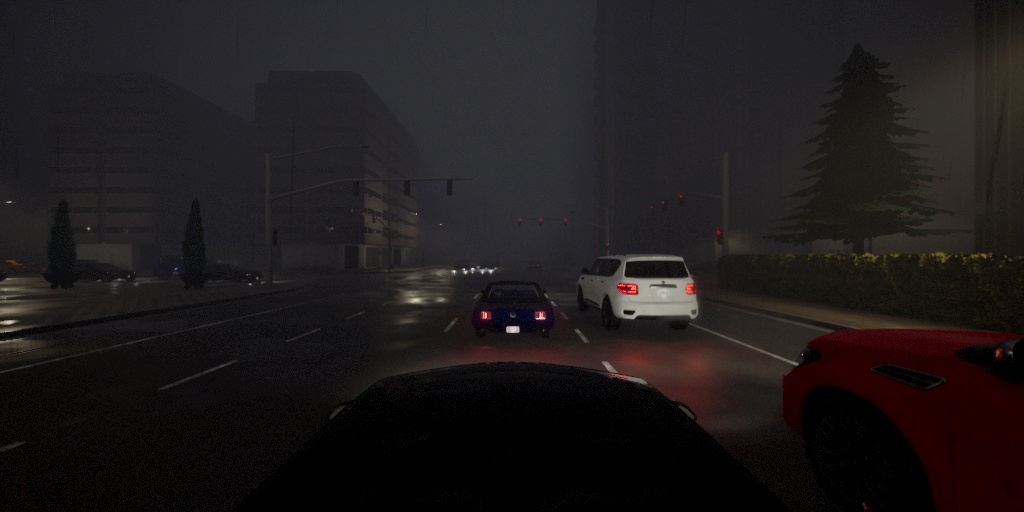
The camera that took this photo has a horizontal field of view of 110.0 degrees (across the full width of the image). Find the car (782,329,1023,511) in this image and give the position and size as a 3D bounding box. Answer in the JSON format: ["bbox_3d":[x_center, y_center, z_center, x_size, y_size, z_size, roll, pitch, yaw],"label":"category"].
[{"bbox_3d":[3.601,0.972,0.960,2.150,2.045,5.566,0,0,0],"label":"car"}]

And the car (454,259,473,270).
[{"bbox_3d":[-7.160,1.216,51.699,1.882,1.535,5.008,0,0,0],"label":"car"}]

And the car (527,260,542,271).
[{"bbox_3d":[3.135,1.286,49.800,2.033,1.411,5.357,0,0,7],"label":"car"}]

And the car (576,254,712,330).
[{"bbox_3d":[3.574,0.969,11.321,2.150,2.045,5.566,0,0,-2],"label":"car"}]

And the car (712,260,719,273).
[{"bbox_3d":[20.821,1.219,37.652,5.008,1.535,1.882,0,0,1],"label":"car"}]

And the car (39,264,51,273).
[{"bbox_3d":[-36.972,1.095,30.947,4.553,1.767,2.097,0,0,1],"label":"car"}]

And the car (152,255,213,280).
[{"bbox_3d":[-27.503,0.965,30.863,5.566,2.045,2.150,0,0,0],"label":"car"}]

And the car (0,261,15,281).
[{"bbox_3d":[-41.844,1.270,27.486,4.674,1.442,1.812,0,0,1],"label":"car"}]

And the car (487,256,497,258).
[{"bbox_3d":[-3.651,0.957,64.663,2.150,2.045,5.566,0,0,0],"label":"car"}]

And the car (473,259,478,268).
[{"bbox_3d":[-7.166,1.337,61.030,1.895,1.301,4.718,0,0,0],"label":"car"}]

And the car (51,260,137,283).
[{"bbox_3d":[-31.591,1.270,27.399,4.674,1.442,1.812,0,0,1],"label":"car"}]

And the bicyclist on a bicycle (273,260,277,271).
[{"bbox_3d":[-28.698,1.041,42.856,0.582,1.620,1.656,0,0,0],"label":"bicyclist on a bicycle"}]

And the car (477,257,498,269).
[{"bbox_3d":[-3.656,1.302,53.942,1.994,1.385,4.181,0,0,0],"label":"car"}]

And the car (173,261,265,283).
[{"bbox_3d":[-22.007,1.291,27.292,5.357,1.411,2.033,0,0,1],"label":"car"}]

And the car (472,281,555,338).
[{"bbox_3d":[0.044,1.349,10.192,1.895,1.301,4.718,0,0,0],"label":"car"}]
